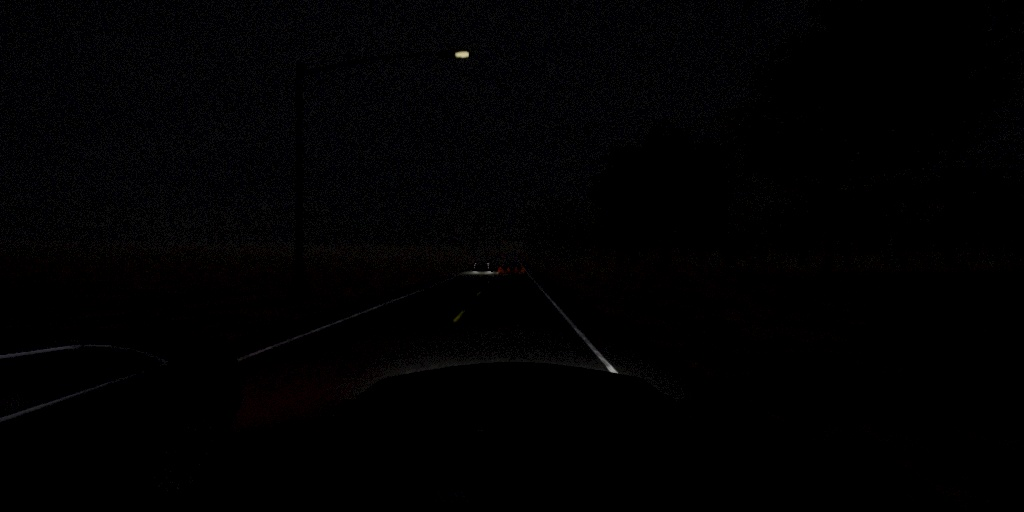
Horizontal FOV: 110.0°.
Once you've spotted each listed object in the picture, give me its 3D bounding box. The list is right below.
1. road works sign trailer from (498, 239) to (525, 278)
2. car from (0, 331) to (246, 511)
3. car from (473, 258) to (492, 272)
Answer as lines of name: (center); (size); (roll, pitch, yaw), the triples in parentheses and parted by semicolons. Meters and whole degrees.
road works sign trailer: (0.016, 0.159, 33.725); (2.380, 3.560, 2.880); (0, 0, 1)
car: (-3.600, 1.242, 1.546); (2.128, 1.511, 4.902); (0, 0, 0)
car: (-3.574, 0.982, 44.279); (2.097, 1.767, 4.553); (0, 0, 0)
